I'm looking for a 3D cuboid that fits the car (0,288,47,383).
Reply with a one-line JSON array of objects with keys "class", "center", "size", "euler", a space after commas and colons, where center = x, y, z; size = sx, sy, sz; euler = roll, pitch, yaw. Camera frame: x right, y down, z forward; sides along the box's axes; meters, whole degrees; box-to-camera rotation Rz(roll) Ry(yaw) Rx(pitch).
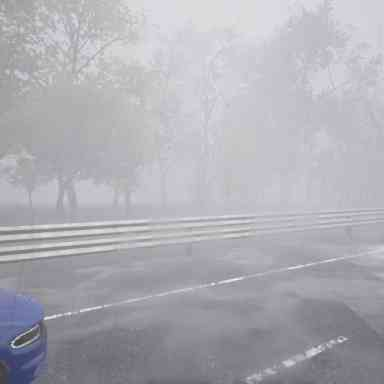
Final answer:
[{"class": "car", "center": [-3.939, 1.478, 2.833], "size": [5.008, 1.535, 1.882], "euler": [0, 0, -36]}]
